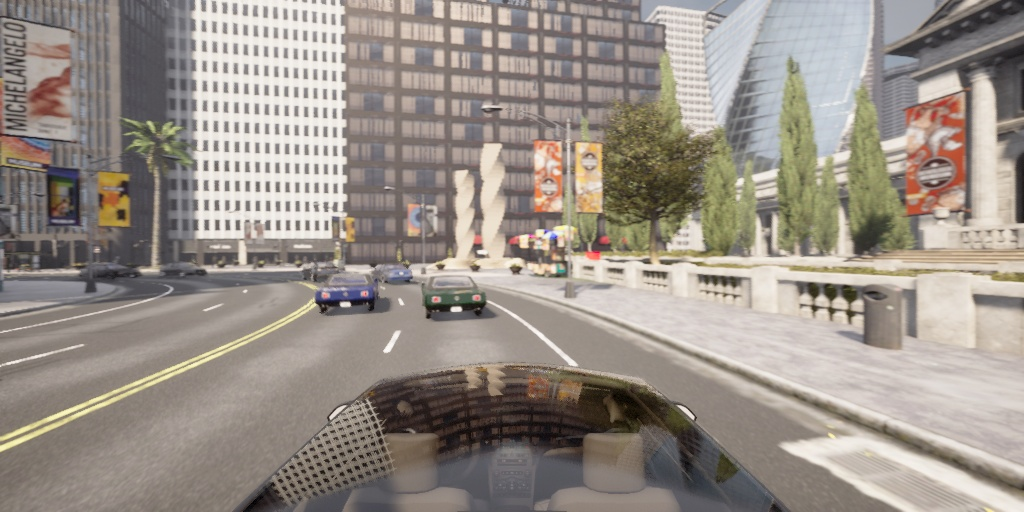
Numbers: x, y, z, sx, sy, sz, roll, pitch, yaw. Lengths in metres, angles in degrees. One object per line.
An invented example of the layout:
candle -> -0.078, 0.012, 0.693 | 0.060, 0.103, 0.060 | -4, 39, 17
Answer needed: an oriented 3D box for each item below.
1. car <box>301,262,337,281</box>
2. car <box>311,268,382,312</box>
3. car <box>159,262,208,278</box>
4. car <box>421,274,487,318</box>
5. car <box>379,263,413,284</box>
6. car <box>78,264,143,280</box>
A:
car -> -15.396, 1.234, 28.697 | 2.128, 1.511, 4.902 | -1, 0, -43
car -> -6.360, 1.340, 14.245 | 1.895, 1.301, 4.718 | -1, 0, -19
car -> -32.549, 1.369, 35.496 | 4.892, 1.490, 1.837 | 0, 0, 18
car -> -2.262, 1.309, 12.884 | 1.895, 1.301, 4.718 | -1, 0, -16
car -> -9.038, 1.243, 26.584 | 2.033, 1.411, 5.357 | -1, 0, -36
car -> -37.355, 1.468, 33.324 | 5.357, 1.411, 2.033 | 0, 0, 12
